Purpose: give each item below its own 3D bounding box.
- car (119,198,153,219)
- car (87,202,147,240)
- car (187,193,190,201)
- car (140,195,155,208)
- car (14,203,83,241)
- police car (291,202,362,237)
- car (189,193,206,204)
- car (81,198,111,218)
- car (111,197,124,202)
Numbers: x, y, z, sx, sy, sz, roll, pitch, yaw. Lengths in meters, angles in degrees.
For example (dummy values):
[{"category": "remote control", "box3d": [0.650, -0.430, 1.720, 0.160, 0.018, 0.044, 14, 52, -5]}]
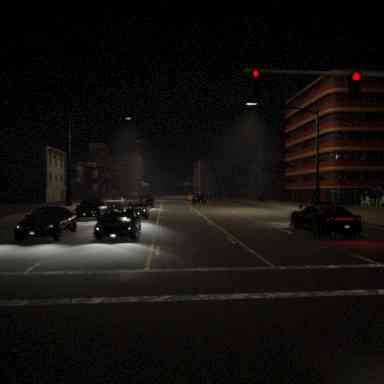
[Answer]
[{"category": "car", "box3d": [-4.423, 1.420, 26.674, 1.895, 1.301, 4.718, 0, 1, -5]}, {"category": "car", "box3d": [-3.649, 1.484, 17.146, 2.033, 1.411, 5.357, 0, 1, -5]}, {"category": "car", "box3d": [0.155, 0.828, 58.073, 1.882, 1.535, 5.008, 0, 0, -5]}, {"category": "car", "box3d": [-5.481, 1.118, 39.935, 1.837, 1.490, 4.892, 0, 1, -5]}, {"category": "car", "box3d": [-7.100, 1.472, 16.628, 1.812, 1.442, 4.674, 0, 1, -5]}, {"category": "police car", "box3d": [6.900, 1.349, 17.804, 1.930, 1.638, 5.238, 0, 1, -4]}, {"category": "car", "box3d": [1.015, 1.011, 48.153, 1.812, 1.442, 4.674, 0, 1, -4]}, {"category": "car", "box3d": [-7.885, 1.332, 26.116, 1.837, 1.490, 4.892, 0, 1, -5]}, {"category": "car", "box3d": [-8.972, 1.217, 39.664, 1.895, 1.301, 4.718, 0, 1, -4]}]
